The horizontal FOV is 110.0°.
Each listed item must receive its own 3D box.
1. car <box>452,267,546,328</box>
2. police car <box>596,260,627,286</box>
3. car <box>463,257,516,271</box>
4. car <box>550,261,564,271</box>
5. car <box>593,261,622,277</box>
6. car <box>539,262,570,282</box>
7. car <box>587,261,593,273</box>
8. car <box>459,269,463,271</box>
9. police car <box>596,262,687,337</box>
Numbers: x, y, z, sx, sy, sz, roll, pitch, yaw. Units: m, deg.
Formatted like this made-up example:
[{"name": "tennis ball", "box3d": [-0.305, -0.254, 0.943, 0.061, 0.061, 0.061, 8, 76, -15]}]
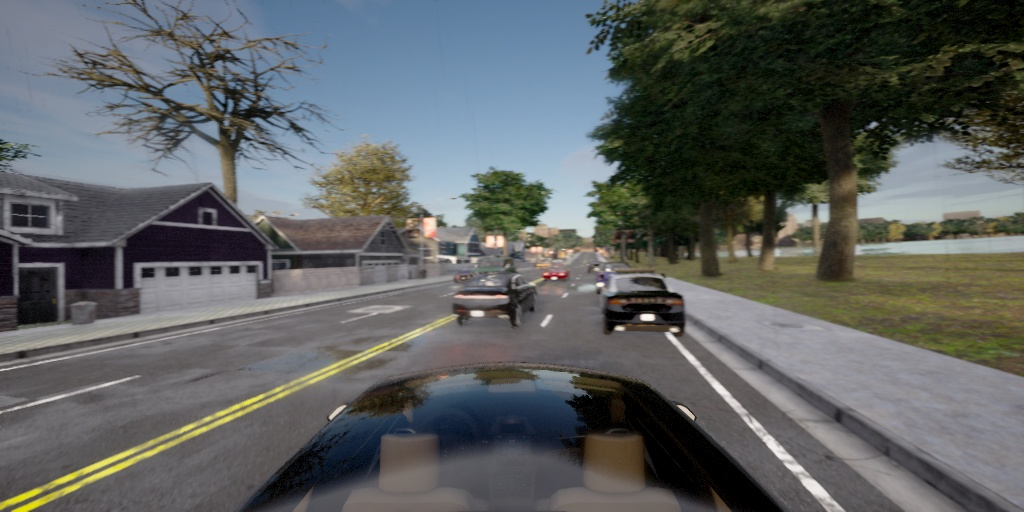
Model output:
[{"name": "car", "box3d": [-0.368, 1.298, 11.762, 2.128, 1.511, 4.902, -1, 0, 13]}, {"name": "police car", "box3d": [7.115, 1.163, 26.033, 1.930, 1.638, 5.238, -1, 0, 13]}, {"name": "car", "box3d": [-1.113, 1.099, 24.025, 2.150, 2.045, 5.566, -1, 0, 13]}, {"name": "car", "box3d": [8.006, 1.741, 63.671, 1.882, 1.535, 5.008, -1, -1, 13]}, {"name": "car", "box3d": [5.747, 1.077, 20.046, 2.097, 1.767, 4.553, -1, 0, 13]}, {"name": "car", "box3d": [3.730, 1.431, 29.713, 1.895, 1.301, 4.718, -1, -1, 13]}, {"name": "car", "box3d": [10.695, 1.408, 45.957, 1.837, 1.490, 4.892, -1, -1, 13]}, {"name": "car", "box3d": [-3.258, 1.518, 29.204, 1.994, 1.385, 4.181, -1, 0, 13]}, {"name": "police car", "box3d": [3.556, 1.150, 10.432, 1.930, 1.638, 5.238, -1, 0, 13]}]
